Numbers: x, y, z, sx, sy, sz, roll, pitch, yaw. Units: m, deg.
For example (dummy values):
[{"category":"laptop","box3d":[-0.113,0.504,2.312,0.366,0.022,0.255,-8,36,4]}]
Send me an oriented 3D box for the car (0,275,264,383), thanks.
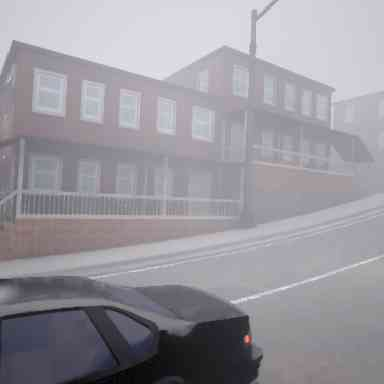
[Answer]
[{"category":"car","box3d":[-1.839,1.547,2.750,5.357,1.411,2.033,0,0,-33]}]
